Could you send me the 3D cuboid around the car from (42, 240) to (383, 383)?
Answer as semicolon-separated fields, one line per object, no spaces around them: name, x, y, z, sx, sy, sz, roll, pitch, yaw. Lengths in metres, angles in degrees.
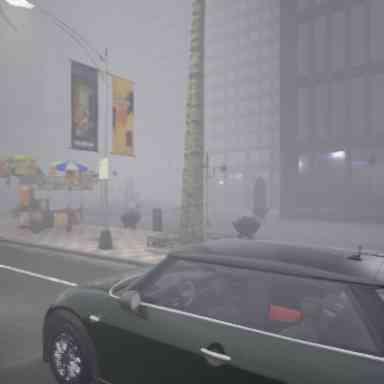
car;0.324;1.353;3.759;4.553;1.767;2.097;0;0;36
